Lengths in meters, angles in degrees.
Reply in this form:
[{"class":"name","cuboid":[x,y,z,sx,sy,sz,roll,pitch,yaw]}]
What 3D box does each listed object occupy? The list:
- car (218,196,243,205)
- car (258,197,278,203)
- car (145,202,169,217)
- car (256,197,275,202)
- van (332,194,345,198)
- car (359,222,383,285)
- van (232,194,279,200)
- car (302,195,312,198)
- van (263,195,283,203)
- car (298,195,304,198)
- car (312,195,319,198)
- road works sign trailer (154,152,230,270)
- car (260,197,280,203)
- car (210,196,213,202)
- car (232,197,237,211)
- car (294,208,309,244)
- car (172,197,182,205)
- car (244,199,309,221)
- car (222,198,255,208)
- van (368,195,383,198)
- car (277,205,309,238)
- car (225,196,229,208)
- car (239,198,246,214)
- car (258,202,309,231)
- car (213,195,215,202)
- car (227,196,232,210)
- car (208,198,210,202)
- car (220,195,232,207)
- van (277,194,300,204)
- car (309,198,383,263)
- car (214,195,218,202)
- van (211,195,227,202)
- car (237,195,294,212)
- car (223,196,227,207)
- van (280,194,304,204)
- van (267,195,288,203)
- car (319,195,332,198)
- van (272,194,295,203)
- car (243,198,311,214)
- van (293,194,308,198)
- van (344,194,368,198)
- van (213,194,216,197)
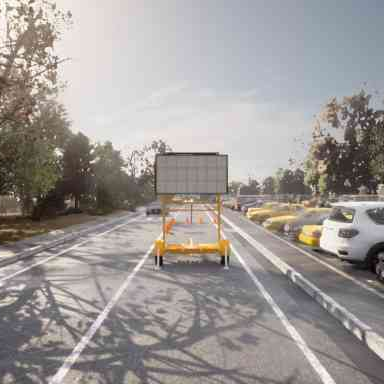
[{"class":"car","cuboid":[7.242,1.579,62.952,4.553,1.767,2.185,0,0,0]},{"class":"car","cuboid":[20.572,2.093,90.396,5.008,1.535,2.097,0,-1,0]},{"class":"car","cuboid":[-3.292,1.631,32.282,1.994,1.385,4.181,0,0,0]},{"class":"car","cuboid":[20.596,2.155,93.291,5.008,1.535,2.097,0,-1,0]},{"class":"van","cuboid":[20.055,1.352,40.561,4.442,1.987,1.878,0,0,0]},{"class":"car","cuboid":[6.828,1.590,7.441,5.008,1.535,2.097,0,0,0]},{"class":"van","cuboid":[7.187,1.345,37.968,4.442,1.987,1.878,0,0,0]},{"class":"car","cuboid":[20.257,1.637,51.639,5.008,1.535,2.097,0,0,0]},{"class":"van","cuboid":[20.649,1.749,84.861,4.442,1.987,1.878,0,-1,0]},{"class":"car","cuboid":[20.288,1.692,54.534,4.674,1.452,2.002,0,0,0]},{"class":"car","cuboid":[20.189,1.356,46.099,5.566,2.045,2.435,0,0,0]},{"class":"road works sign trailer","cuboid":[-0.016,0.480,11.138,2.380,3.560,2.880,0,0,-1]},{"class":"car","cuboid":[20.549,2.035,87.627,4.892,1.521,2.231,0,-1,0]},{"class":"car","cuboid":[7.392,1.513,74.057,5.566,2.045,2.435,0,0,0]},{"class":"car","cuboid":[7.078,1.586,35.190,4.792,1.488,2.163,0,0,0]},{"class":"car","cuboid":[7.054,1.568,12.992,5.366,1.575,1.946,0,0,0]},{"class":"car","cuboid":[-2.996,1.734,66.600,1.882,1.535,5.008,0,0,0]},{"class":"car","cuboid":[6.774,1.533,24.220,5.366,1.575,1.946,0,0,0]},{"class":"car","cuboid":[7.190,1.646,51.847,4.892,1.521,2.231,0,0,0]},{"class":"van","cuboid":[19.996,1.310,32.235,4.442,1.987,1.878,0,0,0]},{"class":"car","cuboid":[6.897,1.563,15.769,4.892,1.521,2.231,0,0,0]},{"class":"car","cuboid":[7.087,1.630,43.519,4.792,1.488,2.163,0,0,0]},{"class":"car","cuboid":[6.997,1.536,29.638,4.892,1.521,2.231,0,0,0]},{"class":"car","cuboid":[6.728,1.550,18.547,5.366,1.575,1.946,0,0,0]},{"class":"car","cuboid":[7.291,1.719,65.728,5.008,1.535,2.097,0,0,0]},{"class":"car","cuboid":[7.064,1.616,40.743,4.792,1.488,2.163,0,0,0]},{"class":"car","cuboid":[7.505,2.105,90.689,5.008,1.535,2.097,0,-1,0]},{"class":"car","cuboid":[6.976,1.628,49.073,5.366,1.575,1.946,0,0,0]},{"class":"van","cuboid":[20.536,1.515,71.030,4.442,1.987,1.878,0,0,0]},{"class":"car","cuboid":[6.874,1.329,10.216,5.566,2.045,2.435,0,0,0]},{"class":"car","cuboid":[7.043,1.672,57.401,5.366,1.575,1.946,0,0,0]},{"class":"van","cuboid":[7.638,1.939,93.469,4.442,1.987,1.878,0,-1,0]},{"class":"car","cuboid":[7.057,1.418,32.418,4.553,1.767,2.185,0,0,0]},{"class":"car","cuboid":[7.109,1.645,46.295,4.792,1.488,2.163,0,0,0]},{"class":"van","cuboid":[20.515,1.500,68.385,4.442,1.987,1.878,0,0,0]},{"class":"van","cuboid":[20.370,1.630,79.325,4.442,1.987,1.878,0,-1,0]},{"class":"car","cuboid":[20.166,1.341,43.329,5.566,2.045,2.435,0,0,0]},{"class":"van","cuboid":[20.327,1.530,73.935,4.442,1.987,1.878,0,-1,0]},{"class":"car","cuboid":[7.166,1.530,26.869,5.366,1.575,1.946,0,0,0]},{"class":"van","cuboid":[20.425,1.441,57.305,4.442,1.987,1.878,0,0,0]},{"class":"van","cuboid":[20.266,1.337,37.788,4.442,1.987,1.878,0,0,0]},{"class":"van","cuboid":[7.225,1.523,71.282,4.442,1.987,1.878,0,0,0]}]
